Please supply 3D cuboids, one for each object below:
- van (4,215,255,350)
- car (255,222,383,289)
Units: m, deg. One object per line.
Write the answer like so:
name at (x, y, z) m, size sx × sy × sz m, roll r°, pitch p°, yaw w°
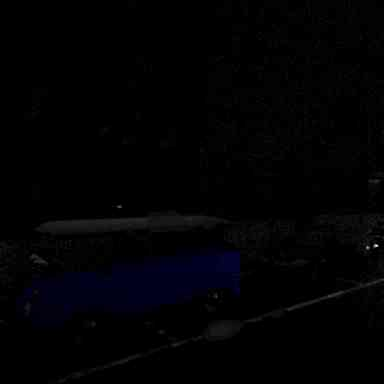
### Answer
van at (-0.958, 1.353, 5.966) m, size 3.998 × 1.788 × 1.690 m, roll 0°, pitch 0°, yaw -36°
car at (3.596, 1.619, 9.225) m, size 4.206 × 1.307 × 1.802 m, roll 0°, pitch 0°, yaw -36°
